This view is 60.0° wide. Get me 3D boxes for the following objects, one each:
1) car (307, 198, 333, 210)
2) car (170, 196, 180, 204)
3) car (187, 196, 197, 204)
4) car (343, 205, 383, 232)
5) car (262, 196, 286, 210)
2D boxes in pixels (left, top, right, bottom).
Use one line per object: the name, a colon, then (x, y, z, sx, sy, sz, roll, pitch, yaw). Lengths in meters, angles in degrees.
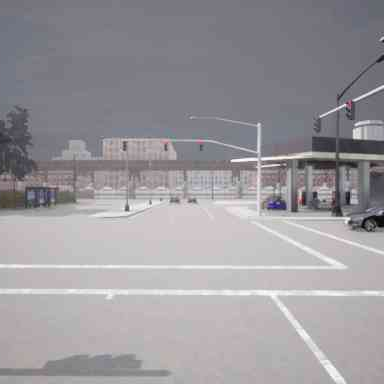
car: (15.464, 1.455, 40.384, 1.970, 1.475, 3.806, 0, 0, 0)
car: (-3.383, 1.490, 66.222, 2.128, 1.511, 4.902, 0, 0, 0)
car: (0.015, 1.546, 64.301, 2.033, 1.411, 5.357, 0, 0, 0)
car: (11.438, 1.491, 19.439, 4.902, 1.511, 2.128, 0, 0, -1)
car: (9.719, 1.294, 39.623, 2.242, 1.667, 4.611, 0, 0, 0)
